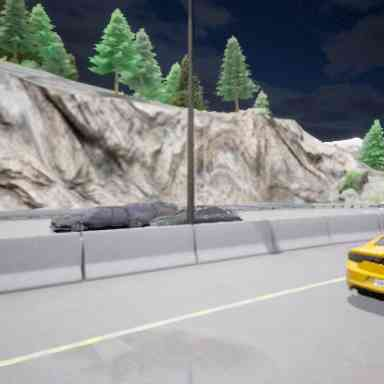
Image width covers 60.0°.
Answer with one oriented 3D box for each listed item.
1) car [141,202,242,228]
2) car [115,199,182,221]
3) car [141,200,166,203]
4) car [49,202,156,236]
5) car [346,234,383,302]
[{"bbox_3d":[0.244,1.427,16.516,4.892,1.490,1.837,0,0,-31],"label":"car"},{"bbox_3d":[-3.437,1.363,26.549,4.902,1.511,2.128,0,0,-30],"label":"car"},{"bbox_3d":[-3.680,1.438,22.352,5.357,1.411,2.033,0,0,-32],"label":"car"},{"bbox_3d":[-4.589,1.459,17.646,5.357,1.411,2.033,0,0,-33],"label":"car"},{"bbox_3d":[5.438,1.450,7.160,5.008,1.535,1.882,0,0,-32],"label":"car"}]
